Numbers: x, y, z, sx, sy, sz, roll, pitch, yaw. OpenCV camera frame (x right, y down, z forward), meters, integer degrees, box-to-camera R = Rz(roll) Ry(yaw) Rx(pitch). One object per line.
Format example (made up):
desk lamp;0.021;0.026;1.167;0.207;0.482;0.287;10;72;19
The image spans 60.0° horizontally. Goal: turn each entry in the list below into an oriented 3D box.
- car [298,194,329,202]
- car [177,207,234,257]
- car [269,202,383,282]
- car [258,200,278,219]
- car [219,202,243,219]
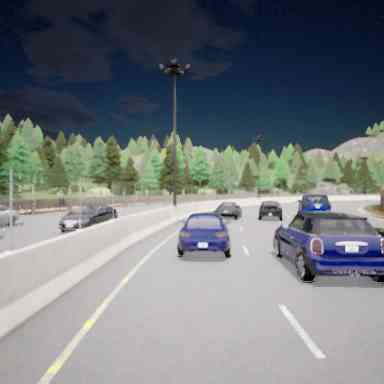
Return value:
car;10.003;1.203;27.289;2.150;2.045;5.566;0;0;14
car;0.528;1.517;12.840;1.812;1.442;4.674;0;0;5
car;3.846;1.346;9.897;2.097;1.767;4.553;0;0;3
car;6.663;1.485;28.138;1.837;1.490;4.892;0;0;14
car;3.218;1.544;28.729;1.994;1.385;4.181;0;0;14
